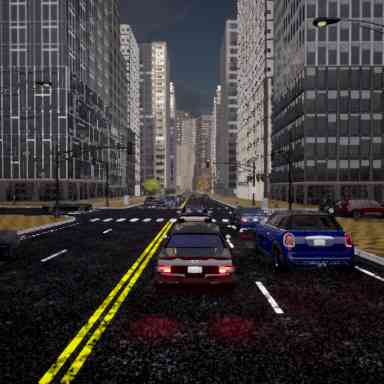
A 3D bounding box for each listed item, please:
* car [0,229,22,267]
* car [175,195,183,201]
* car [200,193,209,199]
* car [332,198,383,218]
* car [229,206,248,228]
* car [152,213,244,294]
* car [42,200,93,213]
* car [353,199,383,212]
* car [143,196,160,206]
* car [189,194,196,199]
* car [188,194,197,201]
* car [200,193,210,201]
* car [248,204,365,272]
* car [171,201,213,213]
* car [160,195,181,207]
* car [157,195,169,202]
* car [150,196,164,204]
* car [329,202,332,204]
[{"bbox_3d":[-6.579,1.544,8.706,2.033,1.411,5.357,0,0,0],"label":"car"},{"bbox_3d":[-3.097,1.426,79.577,1.837,1.490,4.892,0,0,0],"label":"car"},{"bbox_3d":[3.429,1.093,92.152,2.097,1.767,4.553,0,0,0],"label":"car"},{"bbox_3d":[16.260,1.517,30.950,5.009,1.841,2.192,1,0,1],"label":"car"},{"bbox_3d":[3.390,1.536,20.277,2.033,1.411,5.357,0,0,0],"label":"car"},{"bbox_3d":[0.110,1.543,8.923,2.033,1.411,5.357,0,0,1],"label":"car"},{"bbox_3d":[-12.736,1.498,34.342,4.718,1.301,1.895,0,1,-4],"label":"car"},{"bbox_3d":[21.885,1.640,39.226,4.829,1.417,1.752,1,0,1],"label":"car"},{"bbox_3d":[-6.493,1.466,52.442,1.837,1.490,4.892,0,0,0],"label":"car"},{"bbox_3d":[0.179,1.277,92.189,2.033,1.411,5.357,0,0,0],"label":"car"},{"bbox_3d":[0.159,1.414,81.772,1.837,1.490,4.892,0,0,0],"label":"car"},{"bbox_3d":[3.409,1.392,81.763,1.882,1.535,5.008,0,0,0],"label":"car"},{"bbox_3d":[3.370,1.347,10.892,2.097,1.767,4.553,0,0,0],"label":"car"},{"bbox_3d":[0.136,1.481,18.668,2.128,1.511,4.902,0,0,0],"label":"car"},{"bbox_3d":[-3.224,1.315,50.602,2.097,1.767,4.553,0,0,-1],"label":"car"},{"bbox_3d":[-6.360,1.475,72.992,2.033,1.411,5.357,0,0,0],"label":"car"},{"bbox_3d":[-6.440,1.497,62.322,2.033,1.411,5.357,0,0,0],"label":"car"},{"bbox_3d":[16.485,1.614,36.758,4.892,1.490,1.837,0,1,-1],"label":"car"}]
